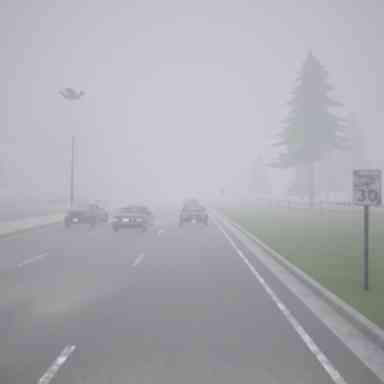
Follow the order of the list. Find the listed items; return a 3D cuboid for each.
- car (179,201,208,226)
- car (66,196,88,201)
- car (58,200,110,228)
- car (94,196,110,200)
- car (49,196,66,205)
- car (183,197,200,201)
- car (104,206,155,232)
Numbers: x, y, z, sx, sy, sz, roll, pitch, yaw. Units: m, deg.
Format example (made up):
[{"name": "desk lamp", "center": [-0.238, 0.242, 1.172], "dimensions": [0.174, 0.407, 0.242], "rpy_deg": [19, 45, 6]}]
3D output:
[{"name": "car", "center": [0.104, 1.561, 23.384], "dimensions": [1.895, 1.301, 4.718], "rpy_deg": [0, 0, 0]}, {"name": "car", "center": [-19.051, 1.397, 56.575], "dimensions": [2.128, 1.511, 4.902], "rpy_deg": [0, 0, -1]}, {"name": "car", "center": [-6.896, 1.488, 22.000], "dimensions": [1.812, 1.442, 4.674], "rpy_deg": [0, 0, 0]}, {"name": "car", "center": [-15.563, 1.391, 57.367], "dimensions": [1.882, 1.535, 5.008], "rpy_deg": [0, 0, -1]}, {"name": "car", "center": [-22.555, 1.451, 56.840], "dimensions": [2.033, 1.411, 5.357], "rpy_deg": [0, 0, -1]}, {"name": "car", "center": [-0.067, 1.435, 41.310], "dimensions": [1.837, 1.490, 4.892], "rpy_deg": [0, 0, -1]}, {"name": "car", "center": [-3.396, 1.513, 19.889], "dimensions": [2.033, 1.411, 5.357], "rpy_deg": [0, 0, 0]}]
